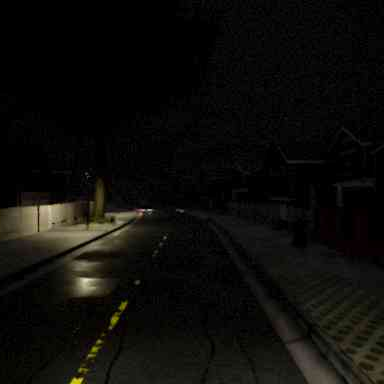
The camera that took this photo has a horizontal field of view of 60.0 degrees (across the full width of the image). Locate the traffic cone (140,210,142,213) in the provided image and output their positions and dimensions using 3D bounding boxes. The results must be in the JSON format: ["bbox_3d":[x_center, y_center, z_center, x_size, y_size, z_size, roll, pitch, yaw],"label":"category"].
[{"bbox_3d":[-4.726,2.231,32.707,0.340,0.580,0.340,0,-1,-7],"label":"traffic cone"}]

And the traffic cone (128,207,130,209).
[{"bbox_3d":[-10.657,2.520,56.339,0.340,0.580,0.340,0,0,-21],"label":"traffic cone"}]

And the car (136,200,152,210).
[{"bbox_3d":[-7.878,2.063,54.193,1.812,1.442,4.674,0,-1,-20],"label":"car"}]

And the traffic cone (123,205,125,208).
[{"bbox_3d":[-12.497,2.554,60.862,0.340,0.580,0.340,0,0,-23],"label":"traffic cone"}]
